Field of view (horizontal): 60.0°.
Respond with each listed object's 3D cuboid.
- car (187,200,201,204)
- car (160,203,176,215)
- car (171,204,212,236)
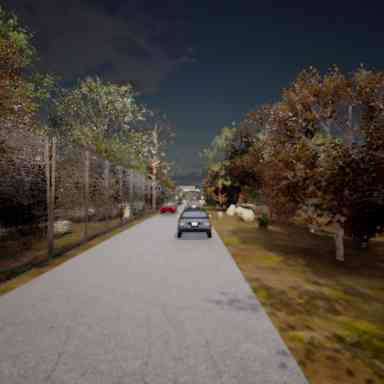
[{"bbox_3d":[0.232,1.764,39.759,2.097,1.767,4.553,0,-1,0],"label":"car"},{"bbox_3d":[-2.695,2.003,39.284,1.895,1.301,4.718,0,-1,1],"label":"car"},{"bbox_3d":[0.132,1.645,18.889,2.033,1.411,5.357,0,-1,0],"label":"car"}]
